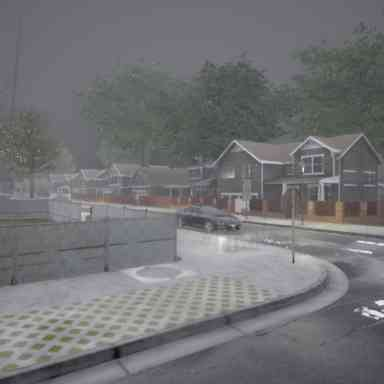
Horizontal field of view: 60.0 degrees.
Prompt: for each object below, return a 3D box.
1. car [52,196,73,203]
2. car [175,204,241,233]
[{"bbox_3d":[-18.361,1.328,46.819,2.033,1.411,5.357,0,0,-35],"label":"car"},{"bbox_3d":[0.788,1.508,19.345,1.837,1.490,4.892,0,1,-35],"label":"car"}]
